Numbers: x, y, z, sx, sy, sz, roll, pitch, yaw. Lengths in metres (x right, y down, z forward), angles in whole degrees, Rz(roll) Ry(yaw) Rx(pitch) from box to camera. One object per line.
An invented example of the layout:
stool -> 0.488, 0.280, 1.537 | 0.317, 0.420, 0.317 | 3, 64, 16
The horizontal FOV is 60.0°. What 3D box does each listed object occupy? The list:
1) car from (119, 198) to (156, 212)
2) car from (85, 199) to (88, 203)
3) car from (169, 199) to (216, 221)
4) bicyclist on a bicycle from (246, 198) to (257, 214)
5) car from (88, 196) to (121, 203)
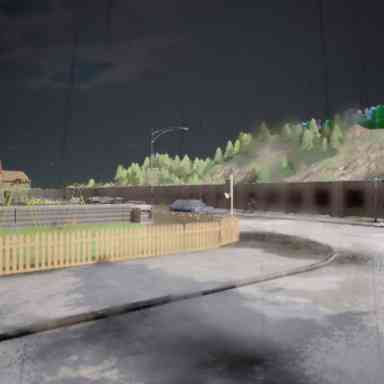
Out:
car -> -5.768, 1.626, 35.829 | 1.895, 1.301, 4.718 | 0, 0, -35
car -> -17.783, 1.556, 59.726 | 1.812, 1.442, 4.674 | 0, 0, -36
car -> 0.021, 1.377, 27.708 | 2.097, 1.767, 4.553 | 0, 0, -36
bicyclist on a bicycle -> 6.062, 1.388, 33.701 | 1.656, 1.620, 0.582 | 0, 0, -35
car -> -11.587, 1.377, 44.028 | 2.097, 1.767, 4.553 | 0, 0, -35
